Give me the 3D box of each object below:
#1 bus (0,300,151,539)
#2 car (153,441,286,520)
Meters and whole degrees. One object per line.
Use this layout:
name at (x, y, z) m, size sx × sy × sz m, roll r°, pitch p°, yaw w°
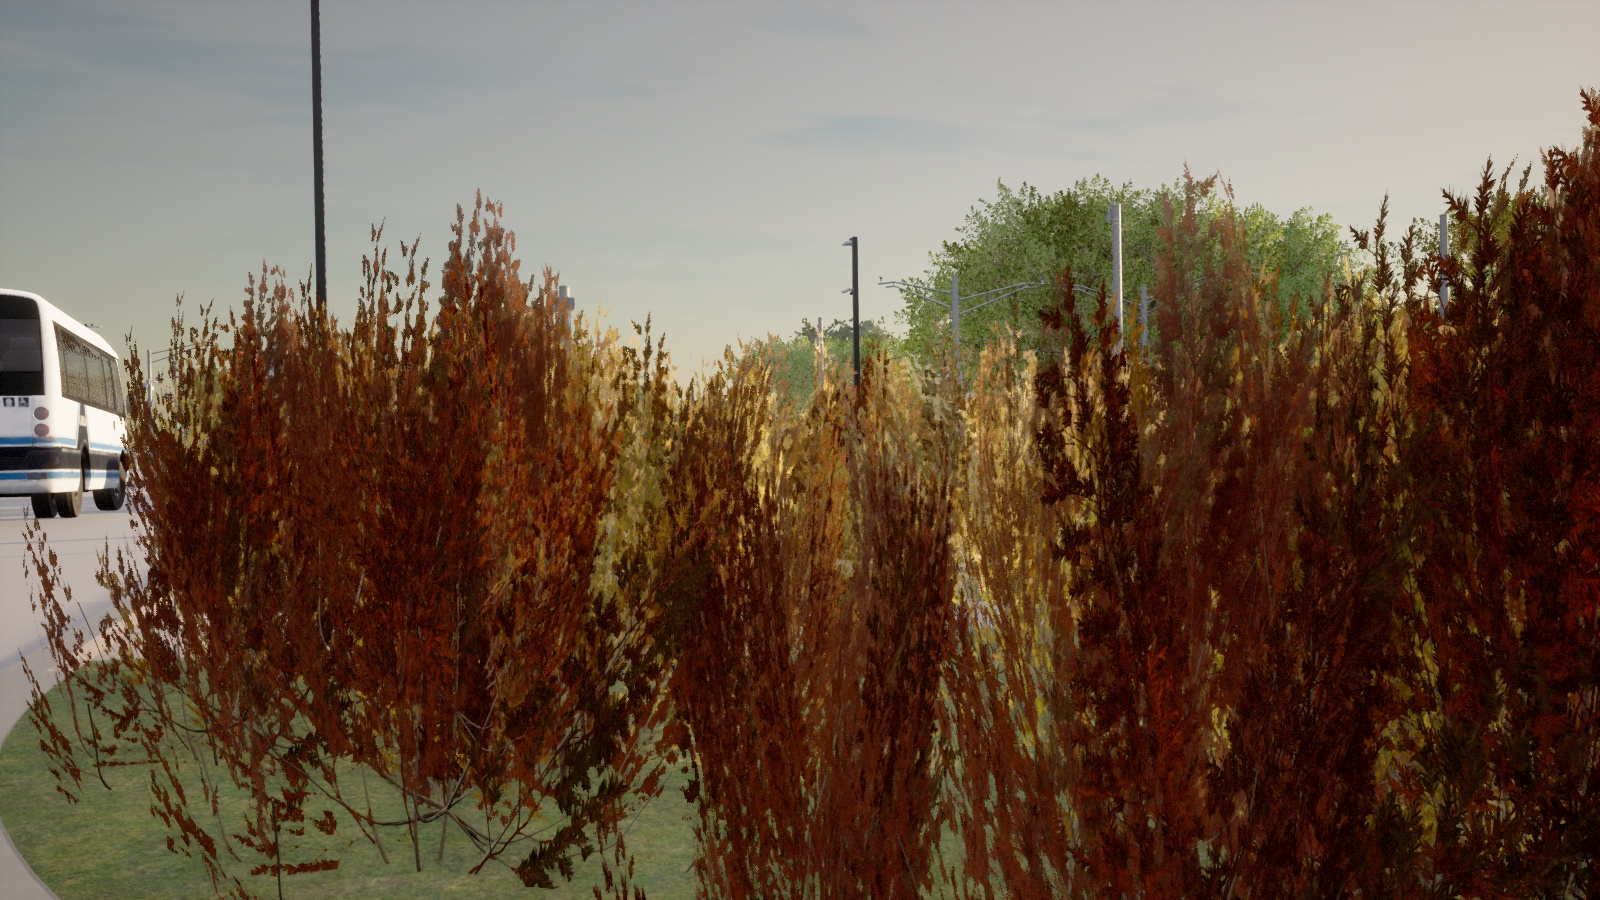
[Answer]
bus at (-16.762, -0.390, 26.896) m, size 3.944 × 4.253 × 10.273 m, roll -2°, pitch -1°, yaw -22°
car at (-13.868, 0.745, 30.303) m, size 2.242 × 1.667 × 4.611 m, roll -2°, pitch -1°, yaw -17°
